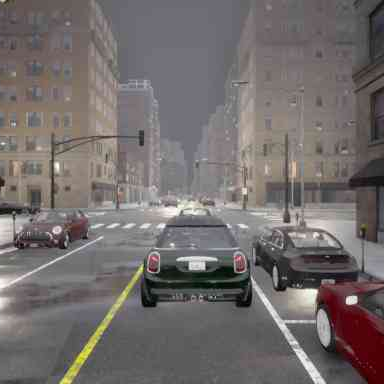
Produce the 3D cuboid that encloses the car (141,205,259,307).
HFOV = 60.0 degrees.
[{"bbox_3d":[0.068,1.355,8.127,2.097,1.767,4.553,0,0,-1],"label":"car"}]

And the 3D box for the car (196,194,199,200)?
[{"bbox_3d":[2.551,1.399,69.192,2.192,1.841,5.009,0,0,0],"label":"car"}]

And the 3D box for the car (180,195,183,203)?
[{"bbox_3d":[-3.131,1.661,60.106,1.895,1.301,4.718,0,0,0],"label":"car"}]

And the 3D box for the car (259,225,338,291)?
[{"bbox_3d":[2.696,1.553,8.744,2.008,1.369,4.403,0,0,0],"label":"car"}]

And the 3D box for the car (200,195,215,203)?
[{"bbox_3d":[2.667,1.590,52.671,1.887,1.381,4.507,0,0,0],"label":"car"}]

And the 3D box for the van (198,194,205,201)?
[{"bbox_3d":[2.435,1.481,85.714,1.690,1.788,3.998,0,0,0],"label":"van"}]

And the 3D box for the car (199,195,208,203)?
[{"bbox_3d":[2.512,1.541,74.699,1.967,1.590,4.097,0,0,0],"label":"car"}]

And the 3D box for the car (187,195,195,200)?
[{"bbox_3d":[-0.269,1.543,90.149,1.994,1.385,4.181,0,0,0],"label":"car"}]

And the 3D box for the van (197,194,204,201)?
[{"bbox_3d":[2.395,1.504,91.220,1.690,1.788,3.998,0,0,0],"label":"van"}]

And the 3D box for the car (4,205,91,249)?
[{"bbox_3d":[-5.816,1.445,14.252,1.967,1.590,4.097,0,0,0],"label":"car"}]

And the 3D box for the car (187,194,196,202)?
[{"bbox_3d":[-0.198,1.707,80.174,1.895,1.301,4.718,0,0,0],"label":"car"}]

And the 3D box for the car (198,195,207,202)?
[{"bbox_3d":[2.473,1.560,80.205,1.967,1.590,4.097,0,0,0],"label":"car"}]

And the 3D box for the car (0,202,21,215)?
[{"bbox_3d":[-16.318,1.532,30.289,4.718,1.301,1.895,0,0,0],"label":"car"}]

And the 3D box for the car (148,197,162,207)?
[{"bbox_3d":[-5.858,1.595,52.614,2.008,1.369,4.403,0,0,0],"label":"car"}]

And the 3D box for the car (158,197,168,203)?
[{"bbox_3d":[-5.975,1.665,69.138,1.802,1.307,4.206,0,0,0],"label":"car"}]

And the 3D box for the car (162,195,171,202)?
[{"bbox_3d":[-6.052,1.559,80.154,1.967,1.590,4.097,0,0,0],"label":"car"}]

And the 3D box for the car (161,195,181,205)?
[{"bbox_3d":[-3.078,1.589,50.289,2.033,1.411,5.357,0,0,-1],"label":"car"}]

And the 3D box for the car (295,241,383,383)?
[{"bbox_3d":[2.683,1.545,3.252,1.887,1.381,4.507,0,0,0],"label":"car"}]

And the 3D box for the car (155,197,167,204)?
[{"bbox_3d":[-5.936,1.613,63.630,1.887,1.381,4.507,0,0,0],"label":"car"}]

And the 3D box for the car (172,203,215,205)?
[{"bbox_3d":[0.135,1.497,15.443,2.128,1.511,4.902,0,0,0],"label":"car"}]

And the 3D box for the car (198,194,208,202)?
[{"bbox_3d":[2.588,1.595,63.855,1.752,1.417,4.829,0,0,0],"label":"car"}]

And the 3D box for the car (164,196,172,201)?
[{"bbox_3d":[-6.092,1.721,85.662,1.802,1.307,4.206,0,0,0],"label":"car"}]

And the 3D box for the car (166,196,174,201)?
[{"bbox_3d":[-6.131,1.728,91.170,1.947,1.339,4.313,0,0,0],"label":"car"}]
